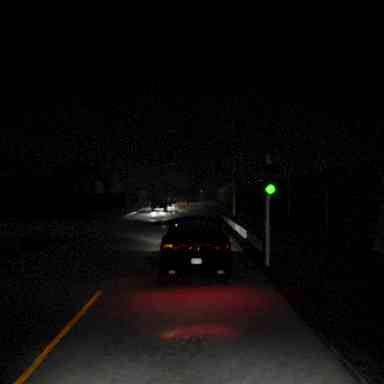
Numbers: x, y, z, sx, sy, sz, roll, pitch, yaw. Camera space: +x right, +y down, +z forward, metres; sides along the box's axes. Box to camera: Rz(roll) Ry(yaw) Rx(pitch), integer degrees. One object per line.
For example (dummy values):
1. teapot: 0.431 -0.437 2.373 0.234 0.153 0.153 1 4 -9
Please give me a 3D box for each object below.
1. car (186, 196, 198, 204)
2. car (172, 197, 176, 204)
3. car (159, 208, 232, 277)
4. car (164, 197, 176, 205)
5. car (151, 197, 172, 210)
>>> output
1. car: -0.004 1.515 62.886 1.812 1.442 4.674 0 0 0
2. car: -4.076 1.483 51.901 2.128 1.511 4.902 0 0 0
3. car: 0.048 1.476 10.307 1.882 1.535 5.008 0 0 -1
4. car: -4.004 1.590 61.953 1.895 1.301 4.718 0 0 0
5. car: -4.098 1.484 42.421 2.128 1.511 4.902 0 0 0
